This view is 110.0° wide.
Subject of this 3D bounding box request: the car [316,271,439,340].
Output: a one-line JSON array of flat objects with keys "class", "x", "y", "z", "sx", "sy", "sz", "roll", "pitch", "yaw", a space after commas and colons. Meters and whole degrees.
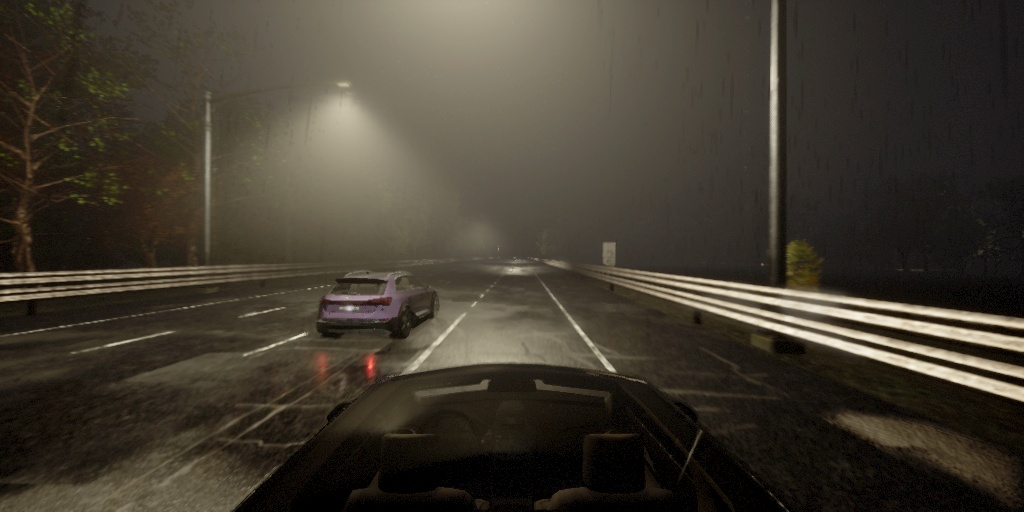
[{"class": "car", "x": -3.424, "y": 1.199, "z": 9.943, "sx": 2.033, "sy": 1.649, "sz": 4.856, "roll": 0, "pitch": 0, "yaw": 1}]
